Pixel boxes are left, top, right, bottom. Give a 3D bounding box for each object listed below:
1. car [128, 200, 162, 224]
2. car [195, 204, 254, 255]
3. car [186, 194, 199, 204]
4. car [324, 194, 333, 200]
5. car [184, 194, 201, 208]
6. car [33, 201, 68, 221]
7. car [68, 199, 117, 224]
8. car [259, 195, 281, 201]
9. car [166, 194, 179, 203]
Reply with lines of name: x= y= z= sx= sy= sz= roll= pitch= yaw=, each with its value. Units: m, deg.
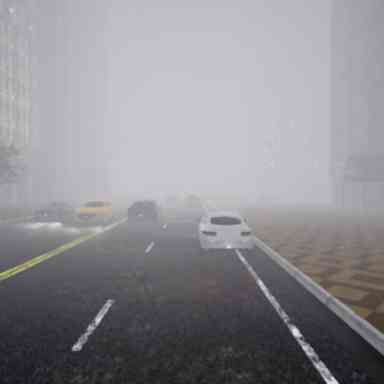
car: x=-3.144 y=1.268 z=22.942 sx=1.882 sy=1.535 sz=5.008 roll=0 pitch=0 yaw=0
car: x=1.141 y=1.411 z=12.544 sx=1.812 sy=1.442 sz=4.674 roll=0 pitch=1 yaw=0
car: x=0.019 y=1.079 z=53.358 sx=1.994 sy=1.385 sz=4.181 roll=0 pitch=1 yaw=0
car: x=32.771 y=1.047 z=76.749 sx=4.097 sy=1.590 sz=1.967 roll=1 pitch=1 yaw=-1
car: x=0.084 y=1.107 z=40.773 sx=1.882 sy=1.535 sz=5.008 roll=0 pitch=0 yaw=0
car: x=-9.832 y=1.343 z=24.313 sx=1.994 sy=1.385 sz=4.181 roll=0 pitch=1 yaw=0
car: x=-6.588 y=1.267 z=23.094 sx=1.882 sy=1.535 sz=5.008 roll=0 pitch=1 yaw=0
car: x=15.939 y=1.208 z=68.037 sx=4.403 sy=1.369 sz=2.008 roll=1 pitch=1 yaw=-1
car: x=-3.136 y=1.079 z=53.352 sx=1.994 sy=1.385 sz=4.181 roll=0 pitch=0 yaw=0
